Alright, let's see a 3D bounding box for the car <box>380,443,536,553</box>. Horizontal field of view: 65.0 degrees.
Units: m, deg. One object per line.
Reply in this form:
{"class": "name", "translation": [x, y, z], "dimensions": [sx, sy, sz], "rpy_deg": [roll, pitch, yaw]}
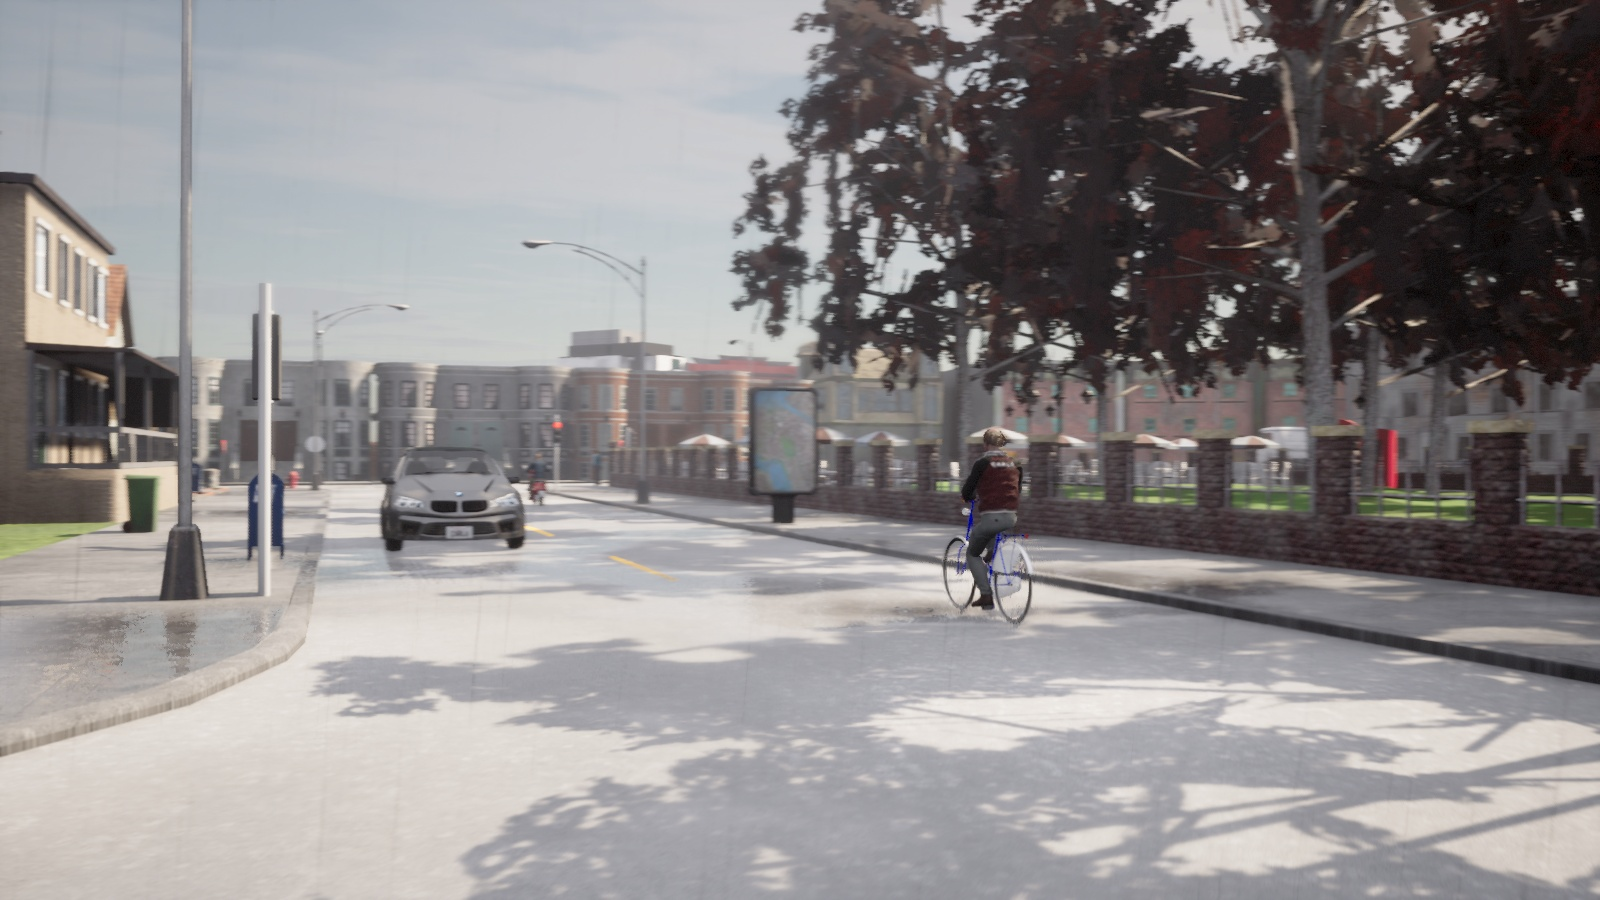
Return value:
{"class": "car", "translation": [-5.991, 0.737, 21.597], "dimensions": [2.242, 1.667, 4.611], "rpy_deg": [0, 0, -20]}

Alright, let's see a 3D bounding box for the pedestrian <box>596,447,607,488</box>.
{"class": "pedestrian", "translation": [-9.340, 0.833, 59.002], "dimensions": [0.396, 1.930, 0.692], "rpy_deg": [0, 0, -18]}

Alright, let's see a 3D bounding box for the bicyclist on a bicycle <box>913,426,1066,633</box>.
{"class": "bicyclist on a bicycle", "translation": [1.726, 0.680, 11.752], "dimensions": [0.659, 1.776, 1.843], "rpy_deg": [0, 0, -17]}

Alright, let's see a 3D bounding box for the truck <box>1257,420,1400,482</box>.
{"class": "truck", "translation": [31.169, 0.102, 74.491], "dimensions": [2.891, 3.462, 7.936], "rpy_deg": [0, 0, -24]}

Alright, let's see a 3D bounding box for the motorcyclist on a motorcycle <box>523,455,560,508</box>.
{"class": "motorcyclist on a motorcycle", "translation": [-8.008, 0.954, 38.835], "dimensions": [0.866, 1.590, 1.817], "rpy_deg": [0, 0, -20]}

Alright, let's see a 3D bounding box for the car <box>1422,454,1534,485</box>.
{"class": "car", "translation": [34.925, 0.970, 64.845], "dimensions": [2.128, 1.511, 4.902], "rpy_deg": [0, 0, -20]}

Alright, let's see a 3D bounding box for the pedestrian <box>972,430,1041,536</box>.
{"class": "pedestrian", "translation": [3.674, 0.576, 22.385], "dimensions": [0.874, 1.855, 0.900], "rpy_deg": [0, 0, -20]}
